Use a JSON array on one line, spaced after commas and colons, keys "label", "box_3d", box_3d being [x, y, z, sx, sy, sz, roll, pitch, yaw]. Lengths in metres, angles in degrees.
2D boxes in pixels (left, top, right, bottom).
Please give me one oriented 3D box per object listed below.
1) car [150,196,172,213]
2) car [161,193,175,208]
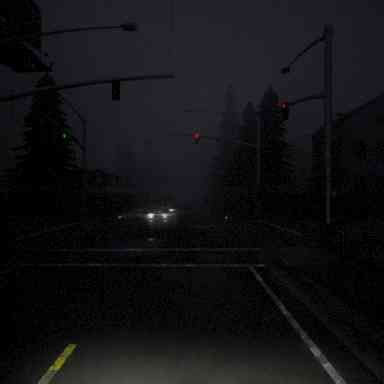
[{"label": "car", "box_3d": [-3.600, 1.504, 37.429, 1.837, 1.490, 4.892, 0, 0, 0]}, {"label": "car", "box_3d": [-3.589, 1.221, 47.895, 2.150, 2.045, 5.566, 0, 0, 1]}]
